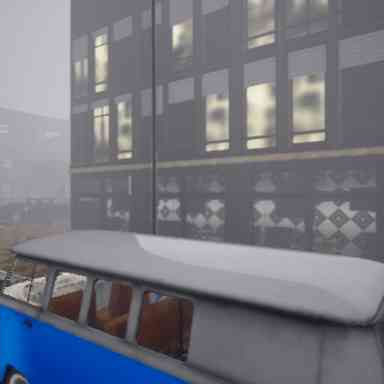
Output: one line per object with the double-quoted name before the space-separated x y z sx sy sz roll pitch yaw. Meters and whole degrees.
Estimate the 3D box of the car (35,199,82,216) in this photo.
"car" -13.791 1.503 34.481 1.967 1.590 4.097 0 0 35

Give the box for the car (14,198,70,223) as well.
"car" -10.150 1.329 25.131 2.192 1.841 5.009 0 0 35

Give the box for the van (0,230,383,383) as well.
"van" -0.255 1.339 3.020 3.998 1.788 1.690 0 0 35

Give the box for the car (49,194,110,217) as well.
"car" -11.228 1.277 33.615 2.150 2.045 5.566 0 0 35

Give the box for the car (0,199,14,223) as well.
"car" -12.779 1.498 25.994 1.882 1.535 5.008 0 0 35
